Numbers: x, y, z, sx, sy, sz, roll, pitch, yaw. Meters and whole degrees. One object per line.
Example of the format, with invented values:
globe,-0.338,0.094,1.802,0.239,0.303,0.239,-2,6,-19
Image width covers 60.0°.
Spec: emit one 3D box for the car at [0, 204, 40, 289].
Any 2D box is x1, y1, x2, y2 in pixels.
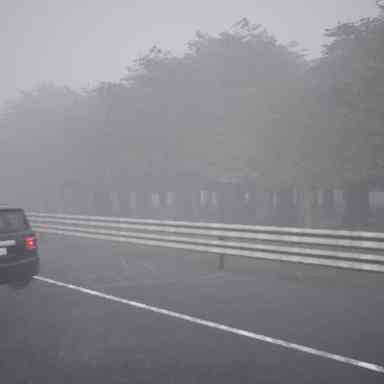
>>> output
car,-6.003,1.306,8.266,5.566,2.045,2.150,0,0,37
